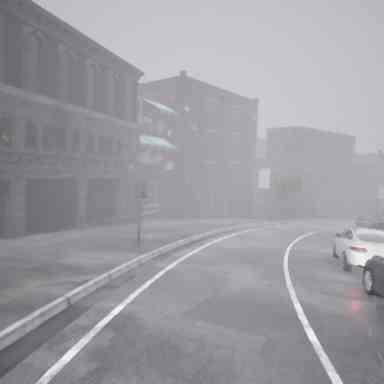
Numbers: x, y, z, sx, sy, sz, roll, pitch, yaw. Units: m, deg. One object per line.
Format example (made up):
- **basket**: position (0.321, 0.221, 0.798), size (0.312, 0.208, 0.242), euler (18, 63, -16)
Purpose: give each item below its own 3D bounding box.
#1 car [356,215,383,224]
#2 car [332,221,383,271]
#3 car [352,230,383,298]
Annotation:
- **car**: position (17.766, 3.072, 32.817), size (4.902, 1.511, 2.128), euler (5, 1, -44)
- **car**: position (6.403, 2.045, 12.296), size (1.812, 1.442, 4.674), euler (4, -1, 17)
- **car**: position (5.068, 1.855, 6.773), size (1.837, 1.490, 4.892), euler (3, -1, 10)
